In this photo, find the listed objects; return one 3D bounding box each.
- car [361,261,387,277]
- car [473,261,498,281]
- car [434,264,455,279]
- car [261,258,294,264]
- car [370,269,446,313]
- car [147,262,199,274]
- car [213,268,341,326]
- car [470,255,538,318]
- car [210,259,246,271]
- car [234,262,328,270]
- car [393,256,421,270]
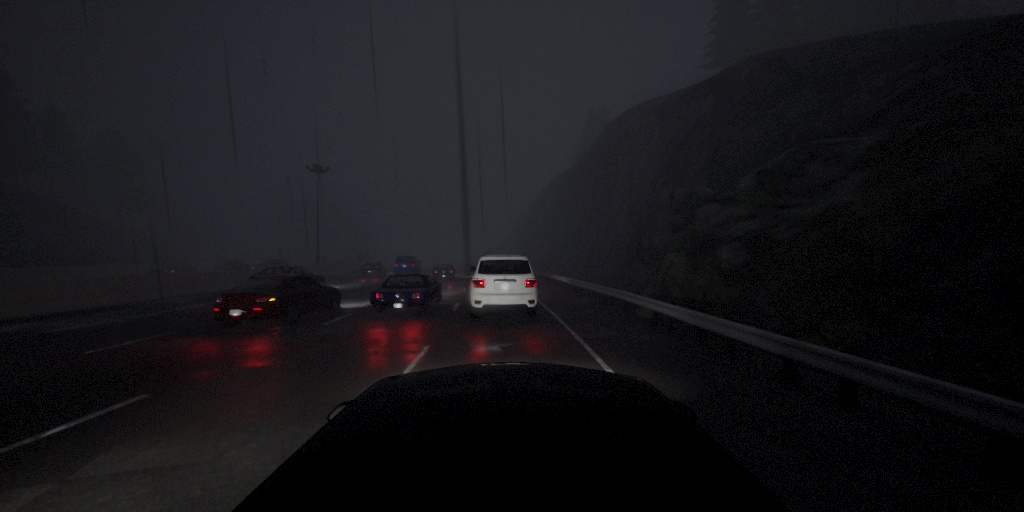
[{"bbox_3d":[-13.954,1.272,36.402,2.128,1.511,4.902,0,0,-11],"label":"car"},{"bbox_3d":[-2.437,1.261,31.532,1.837,1.490,4.892,0,0,-9],"label":"car"},{"bbox_3d":[-6.018,1.364,31.917,1.895,1.301,4.718,0,0,-9],"label":"car"},{"bbox_3d":[-25.093,1.155,37.519,2.097,1.767,4.553,0,0,-12],"label":"car"},{"bbox_3d":[-3.937,1.360,14.152,1.895,1.301,4.718,0,0,-4],"label":"car"},{"bbox_3d":[-35.972,1.375,38.253,2.033,1.411,5.357,0,0,-13],"label":"car"},{"bbox_3d":[-7.288,1.291,11.604,1.812,1.442,4.674,0,0,-3],"label":"car"},{"bbox_3d":[-0.372,0.973,13.267,2.150,2.045,5.566,0,0,-4],"label":"car"},{"bbox_3d":[-28.410,1.303,36.302,2.128,1.511,4.902,0,0,-12],"label":"car"},{"bbox_3d":[-11.327,1.266,18.353,2.128,1.511,4.902,0,0,-5],"label":"car"},{"bbox_3d":[-10.028,0.994,34.551,2.150,2.045,5.566,0,0,-10],"label":"car"}]
